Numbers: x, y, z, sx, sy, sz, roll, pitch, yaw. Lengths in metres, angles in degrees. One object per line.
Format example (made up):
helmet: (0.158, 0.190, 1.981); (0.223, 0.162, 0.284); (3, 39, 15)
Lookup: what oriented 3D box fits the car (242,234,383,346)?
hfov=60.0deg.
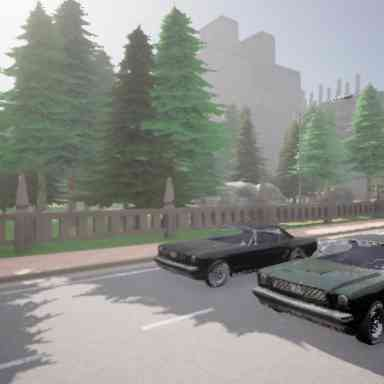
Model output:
car: (3.396, 1.561, 6.415); (4.718, 1.301, 1.895); (0, 0, -35)

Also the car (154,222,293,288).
car: (1.353, 1.561, 9.256); (4.718, 1.301, 1.895); (0, 0, -35)
